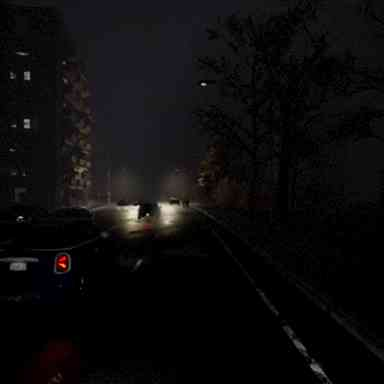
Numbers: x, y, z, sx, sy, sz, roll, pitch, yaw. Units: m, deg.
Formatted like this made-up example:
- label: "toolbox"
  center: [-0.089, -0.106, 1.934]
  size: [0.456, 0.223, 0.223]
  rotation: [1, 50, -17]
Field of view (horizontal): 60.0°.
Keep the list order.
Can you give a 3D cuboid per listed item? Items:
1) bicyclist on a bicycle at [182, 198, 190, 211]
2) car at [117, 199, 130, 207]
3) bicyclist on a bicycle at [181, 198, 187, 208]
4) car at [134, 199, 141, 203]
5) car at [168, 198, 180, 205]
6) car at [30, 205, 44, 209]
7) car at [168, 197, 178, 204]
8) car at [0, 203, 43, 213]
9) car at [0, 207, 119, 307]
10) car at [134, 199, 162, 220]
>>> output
- label: "bicyclist on a bicycle"
  center: [-0.606, 1.677, 44.191]
  size: [0.659, 1.776, 1.843]
  rotation: [0, 0, -4]
- label: "car"
  center: [-12.616, 1.982, 61.269]
  size: [2.033, 1.411, 5.357]
  rotation: [0, 0, -5]
- label: "bicyclist on a bicycle"
  center: [-1.288, 1.808, 53.946]
  size: [0.866, 1.612, 1.509]
  rotation: [0, 0, -5]
- label: "car"
  center: [-9.209, 1.980, 59.142]
  size: [1.994, 1.385, 4.181]
  rotation: [0, 0, -4]
- label: "car"
  center: [-3.568, 1.982, 69.149]
  size: [2.128, 1.511, 4.902]
  rotation: [0, -1, -6]
- label: "car"
  center: [-6.907, 1.616, 18.697]
  size: [1.882, 1.535, 5.008]
  rotation: [0, 0, -2]
- label: "car"
  center: [-4.646, 2.013, 79.193]
  size: [2.033, 1.411, 5.357]
  rotation: [0, 0, -7]
- label: "car"
  center: [-10.199, 1.502, 19.958]
  size: [2.097, 1.767, 4.553]
  rotation: [0, 0, -2]
- label: "car"
  center: [-3.239, 1.414, 8.279]
  size: [2.097, 1.767, 4.553]
  rotation: [0, 0, -1]
- label: "car"
  center: [-3.926, 1.726, 31.073]
  size: [1.837, 1.490, 4.892]
  rotation: [0, 0, -3]
